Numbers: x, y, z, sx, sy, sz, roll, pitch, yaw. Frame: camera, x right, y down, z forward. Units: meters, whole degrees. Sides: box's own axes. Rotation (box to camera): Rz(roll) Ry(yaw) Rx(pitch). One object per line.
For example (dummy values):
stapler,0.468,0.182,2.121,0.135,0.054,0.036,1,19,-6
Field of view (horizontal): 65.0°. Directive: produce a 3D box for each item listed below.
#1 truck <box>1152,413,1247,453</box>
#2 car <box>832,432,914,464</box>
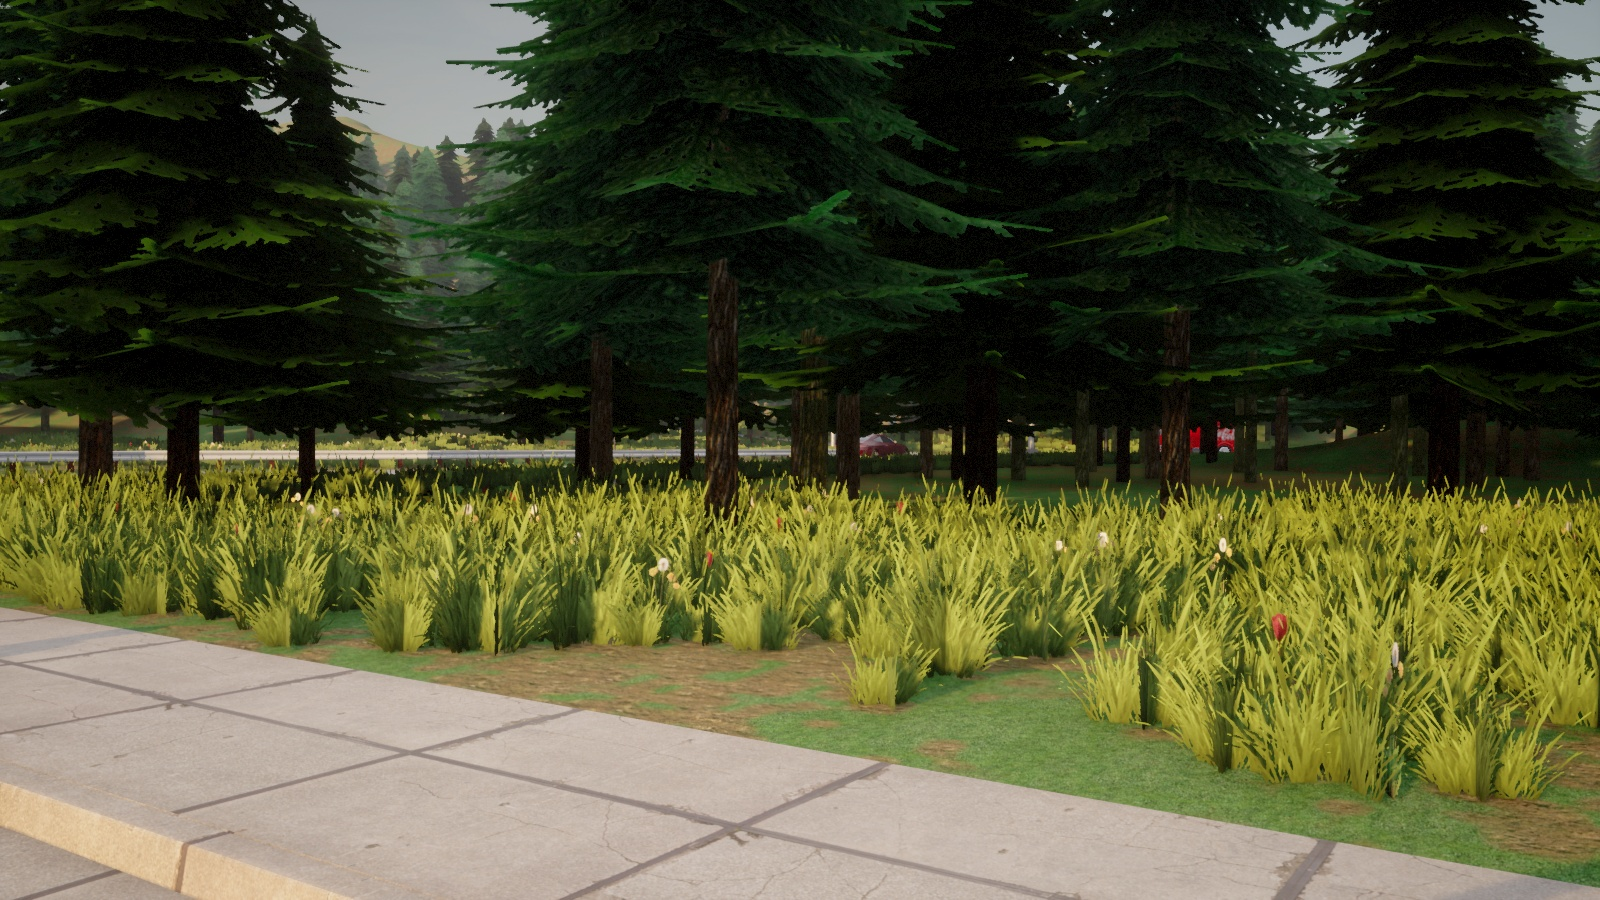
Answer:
truck,25.599,-1.117,80.606,5.204,2.467,2.627,-1,1,-3
car,3.571,-0.130,60.669,1.812,1.442,4.674,0,1,35
